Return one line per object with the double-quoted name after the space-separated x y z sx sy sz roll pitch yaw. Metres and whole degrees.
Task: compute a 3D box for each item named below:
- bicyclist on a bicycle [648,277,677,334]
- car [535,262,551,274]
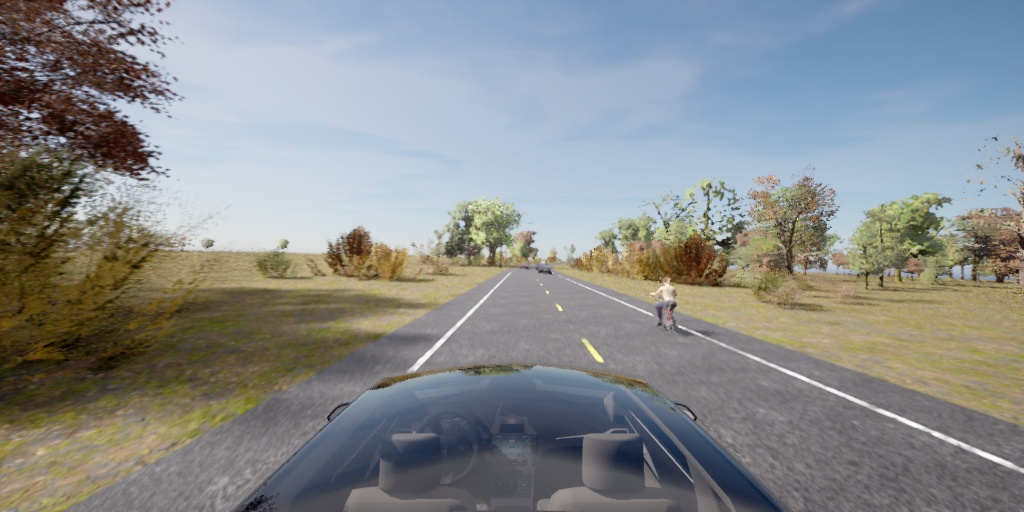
4.600 1.435 10.806 0.866 1.612 1.509 2 -1 2 "bicyclist on a bicycle"
5.181 2.102 57.268 1.994 1.385 4.181 2 -1 2 "car"
